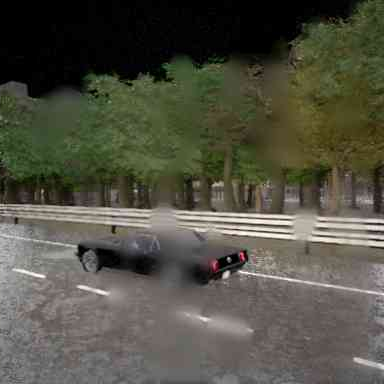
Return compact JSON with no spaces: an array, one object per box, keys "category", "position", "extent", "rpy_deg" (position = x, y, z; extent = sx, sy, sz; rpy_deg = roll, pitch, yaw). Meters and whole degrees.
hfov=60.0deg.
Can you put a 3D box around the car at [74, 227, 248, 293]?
[{"category":"car","position":[-1.021,1.605,8.898],"extent":[4.718,1.301,1.895],"rpy_deg":[0,0,36]}]
